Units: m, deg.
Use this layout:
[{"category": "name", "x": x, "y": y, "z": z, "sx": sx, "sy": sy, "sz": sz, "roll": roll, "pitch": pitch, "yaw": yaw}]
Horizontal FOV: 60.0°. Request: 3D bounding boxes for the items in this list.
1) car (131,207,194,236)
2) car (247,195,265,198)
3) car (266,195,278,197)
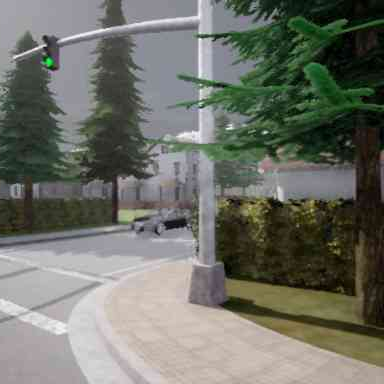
[{"category": "car", "x": -1.570, "y": 1.684, "z": 20.100, "sx": 2.128, "sy": 1.511, "sz": 4.902, "roll": -1, "pitch": -1, "yaw": 35}, {"category": "car", "x": 14.273, "y": 1.607, "z": 79.195, "sx": 4.605, "sy": 1.855, "sz": 1.932, "roll": -1, "pitch": -1, "yaw": 35}, {"category": "car", "x": 18.856, "y": 1.481, "z": 72.005, "sx": 3.866, "sy": 1.878, "sz": 1.905, "roll": -1, "pitch": -1, "yaw": 35}]
